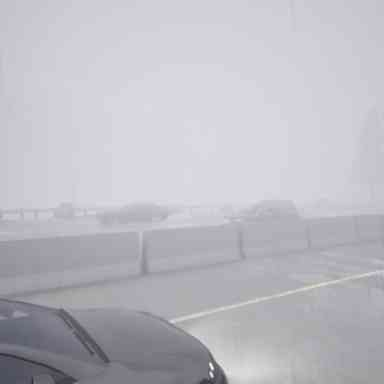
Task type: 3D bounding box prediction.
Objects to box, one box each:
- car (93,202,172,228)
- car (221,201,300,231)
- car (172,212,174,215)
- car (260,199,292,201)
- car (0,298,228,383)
[{"bbox_3d":[-4.028,1.556,22.138,4.718,1.301,1.895,0,0,-32],"label":"car"},{"bbox_3d":[3.850,1.469,18.710,4.902,1.511,2.128,0,0,-30],"label":"car"},{"bbox_3d":[-4.110,1.496,26.206,5.357,1.411,2.033,0,0,-32],"label":"car"},{"bbox_3d":[5.417,1.325,23.611,4.553,1.767,2.097,0,0,-29],"label":"car"},{"bbox_3d":[-1.701,1.555,2.435,4.181,1.385,1.994,0,0,-36],"label":"car"}]
